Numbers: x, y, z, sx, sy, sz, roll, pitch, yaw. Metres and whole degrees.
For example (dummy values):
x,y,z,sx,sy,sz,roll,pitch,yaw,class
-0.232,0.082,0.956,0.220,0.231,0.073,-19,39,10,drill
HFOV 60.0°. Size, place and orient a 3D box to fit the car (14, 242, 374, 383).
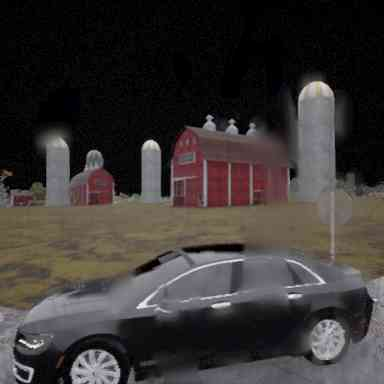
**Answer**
x,y,z,sx,sy,sz,roll,pitch,yaw,class
0.176,1.553,4.811,4.892,1.490,1.837,0,0,-15,car
